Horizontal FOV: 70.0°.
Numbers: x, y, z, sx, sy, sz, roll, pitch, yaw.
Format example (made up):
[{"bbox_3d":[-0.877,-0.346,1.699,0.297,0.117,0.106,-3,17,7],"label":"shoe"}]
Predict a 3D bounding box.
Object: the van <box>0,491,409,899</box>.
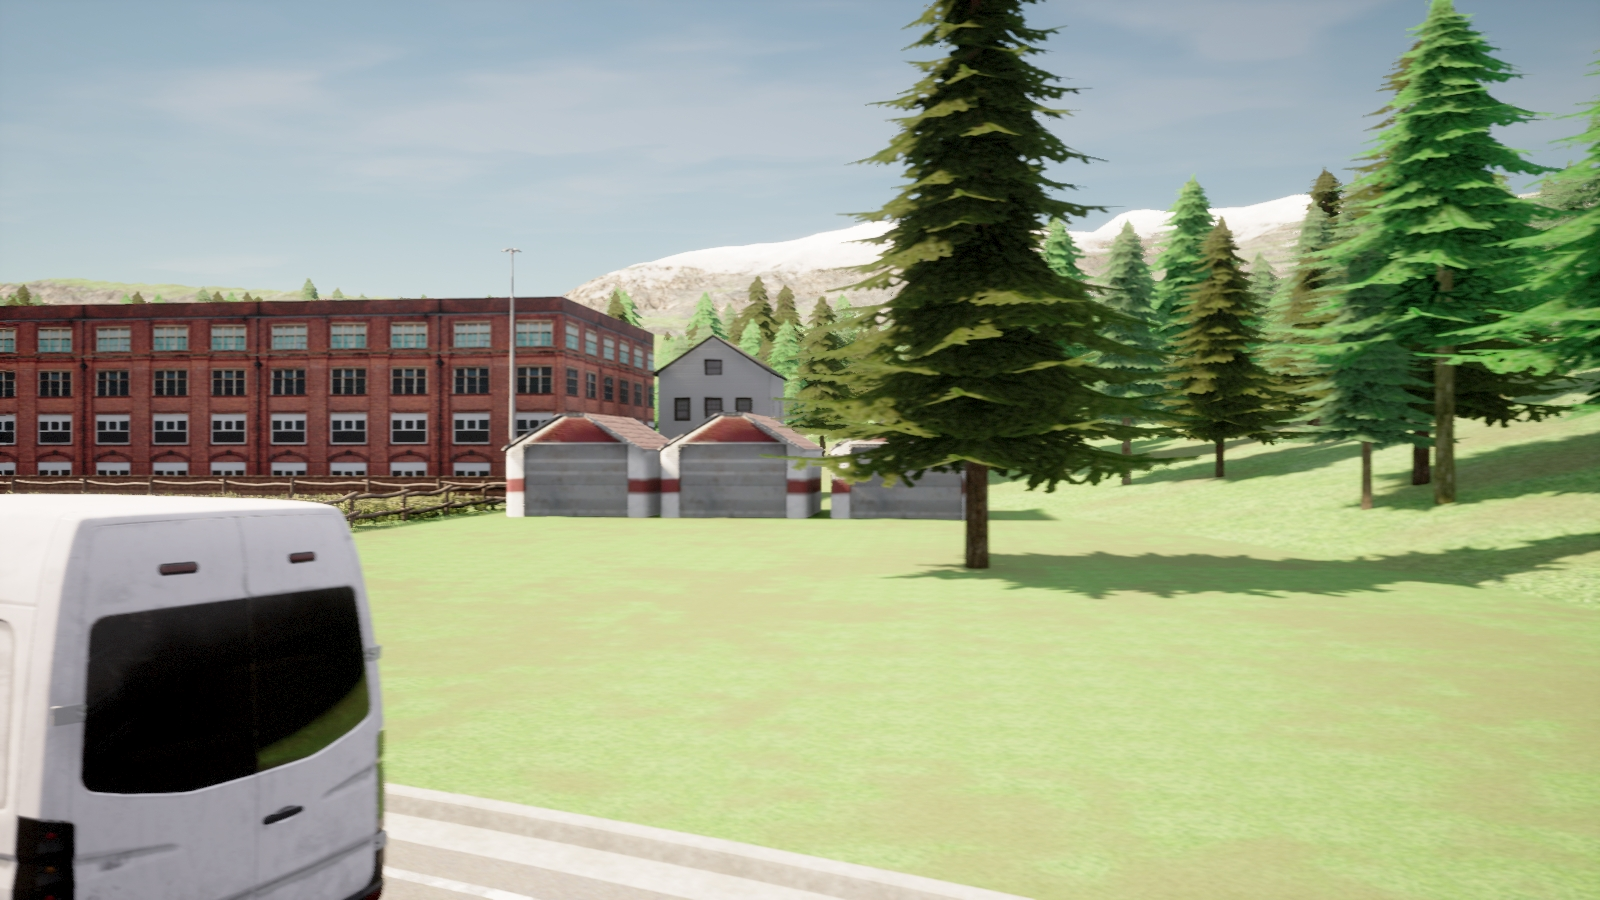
[{"bbox_3d":[-5.254,1.537,6.507,5.915,2.561,1.988,0,-1,24],"label":"van"}]
